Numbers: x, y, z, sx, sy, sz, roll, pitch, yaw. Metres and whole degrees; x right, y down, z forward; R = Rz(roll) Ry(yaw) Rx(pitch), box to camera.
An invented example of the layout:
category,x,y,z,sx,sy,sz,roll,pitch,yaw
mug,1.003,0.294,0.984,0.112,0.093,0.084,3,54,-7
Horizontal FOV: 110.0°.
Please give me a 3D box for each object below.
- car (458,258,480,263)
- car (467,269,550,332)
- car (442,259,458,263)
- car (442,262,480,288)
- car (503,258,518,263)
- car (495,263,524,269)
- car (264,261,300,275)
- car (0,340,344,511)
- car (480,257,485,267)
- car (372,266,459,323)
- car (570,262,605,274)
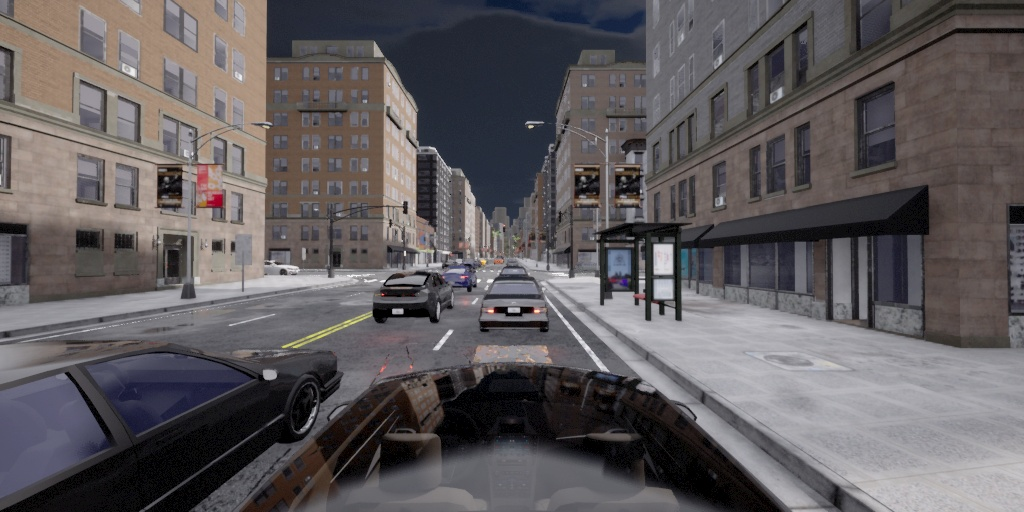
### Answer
category,x,y,z,sx,sy,sz,roll,pitch,yaw
car,-6.590,1.121,55.199,2.097,1.767,4.553,0,0,0
car,0.081,1.300,10.803,2.033,1.411,5.357,0,0,1
car,-9.804,1.273,56.890,1.837,1.490,4.892,0,0,3
car,-3.152,1.282,21.181,1.812,1.442,4.674,0,0,0
car,0.061,1.260,58.042,2.128,1.511,4.902,0,0,0
car,0.090,1.304,20.860,2.033,1.411,5.357,0,0,0
car,-22.622,1.155,33.836,4.674,1.442,1.812,0,-1,-1
car,-3.149,1.298,2.268,2.033,1.411,5.357,0,0,0
car,-6.557,1.260,64.339,2.128,1.511,4.902,0,0,0
car,-3.138,1.258,12.142,1.837,1.490,4.892,0,0,-1
car,9.168,1.433,43.894,4.181,1.385,1.994,0,-1,0
